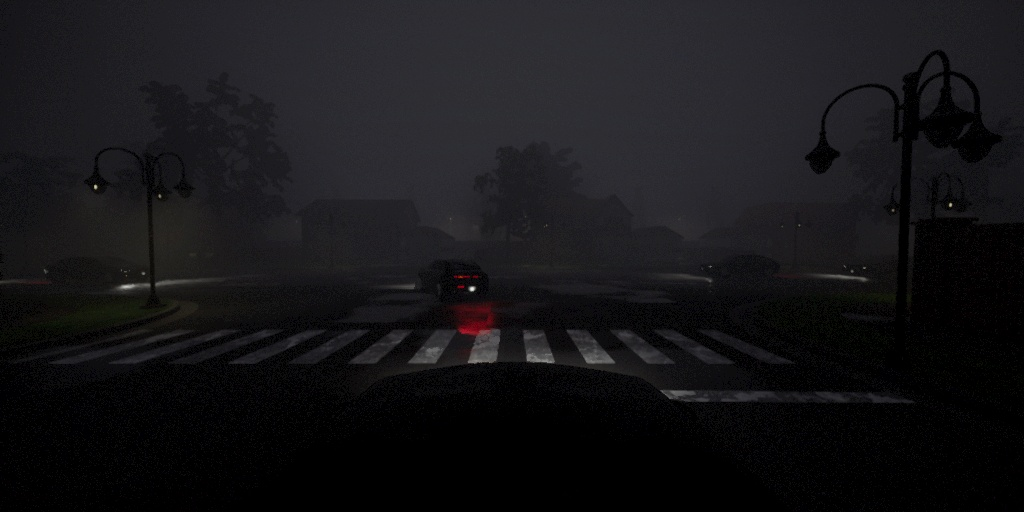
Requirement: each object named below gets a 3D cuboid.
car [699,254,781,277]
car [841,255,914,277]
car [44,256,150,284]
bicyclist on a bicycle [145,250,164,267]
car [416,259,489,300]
[{"bbox_3d":[15.240,0.604,24.123,4.892,1.490,1.837,0,2,0],"label":"car"},{"bbox_3d":[25.574,0.645,24.126,5.357,1.411,2.033,0,2,0],"label":"car"},{"bbox_3d":[-23.358,0.746,20.359,4.892,1.490,1.837,0,2,0],"label":"car"},{"bbox_3d":[-30.715,0.165,30.815,0.582,1.620,1.656,0,2,0],"label":"bicyclist on a bicycle"},{"bbox_3d":[-2.628,0.857,15.081,1.837,1.490,4.892,1,1,-29],"label":"car"}]
